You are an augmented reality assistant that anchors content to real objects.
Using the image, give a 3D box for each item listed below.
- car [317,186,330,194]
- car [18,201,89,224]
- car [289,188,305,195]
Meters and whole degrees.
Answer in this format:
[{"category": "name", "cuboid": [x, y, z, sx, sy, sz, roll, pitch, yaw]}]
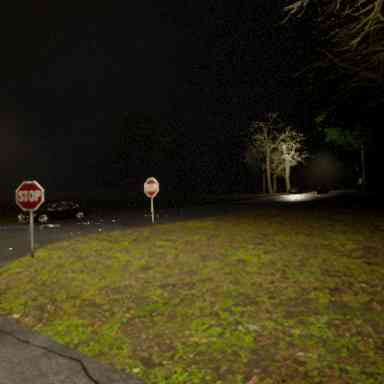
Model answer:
[{"category": "car", "cuboid": [25.662, -0.354, 64.831, 2.128, 1.511, 4.902, -3, 0, 28]}, {"category": "car", "cuboid": [-9.712, 1.472, 23.641, 1.837, 1.490, 4.892, -3, -1, 35]}, {"category": "car", "cuboid": [21.782, -0.103, 68.810, 2.033, 1.411, 5.357, -3, 0, 35]}]
